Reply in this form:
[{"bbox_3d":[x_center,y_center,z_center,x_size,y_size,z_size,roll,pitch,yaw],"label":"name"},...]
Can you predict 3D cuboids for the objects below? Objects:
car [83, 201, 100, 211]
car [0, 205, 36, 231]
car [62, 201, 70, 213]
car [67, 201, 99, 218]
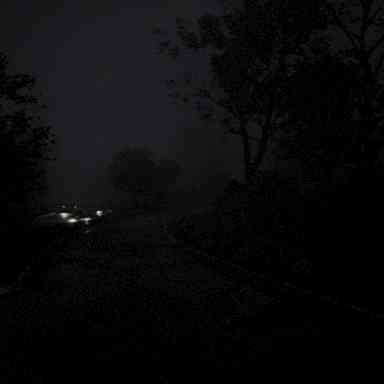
[{"bbox_3d":[-16.375,2.224,54.063,1.882,1.535,5.008,0,0,-24],"label":"car"},{"bbox_3d":[-13.229,1.713,23.568,2.097,1.767,4.553,-1,-1,9],"label":"car"},{"bbox_3d":[-17.749,2.093,48.345,2.097,1.767,4.553,0,0,-19],"label":"car"},{"bbox_3d":[-12.278,2.072,37.904,1.882,1.535,5.008,-1,0,-5],"label":"car"}]
